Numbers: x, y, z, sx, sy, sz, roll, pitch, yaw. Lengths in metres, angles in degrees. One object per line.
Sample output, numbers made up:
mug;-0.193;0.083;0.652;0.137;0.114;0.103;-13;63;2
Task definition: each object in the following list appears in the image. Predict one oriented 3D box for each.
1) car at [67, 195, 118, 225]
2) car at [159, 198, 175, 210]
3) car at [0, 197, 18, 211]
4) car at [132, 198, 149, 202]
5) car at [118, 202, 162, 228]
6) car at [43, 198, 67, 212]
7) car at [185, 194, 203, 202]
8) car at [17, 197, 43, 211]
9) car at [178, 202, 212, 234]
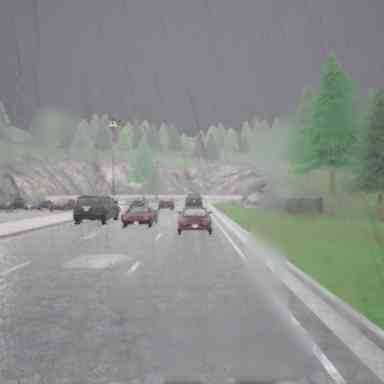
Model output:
car;-6.871;1.229;24.384;2.150;2.045;5.566;0;0;1
car;-3.265;1.487;43.857;1.882;1.535;5.008;0;0;0
car;-21.918;1.360;40.250;2.097;1.767;4.553;0;0;1
car;-6.766;1.514;43.525;1.837;1.490;4.892;0;0;0
car;-3.376;1.606;22.441;1.895;1.301;4.718;0;0;1
car;-14.933;1.486;38.710;1.882;1.535;5.008;0;0;1
car;0.241;1.230;42.834;2.150;2.045;5.566;0;0;0
car;-18.418;1.501;40.153;2.128;1.511;4.902;0;0;1
car;0.160;1.530;18.977;1.812;1.442;4.674;0;0;0
